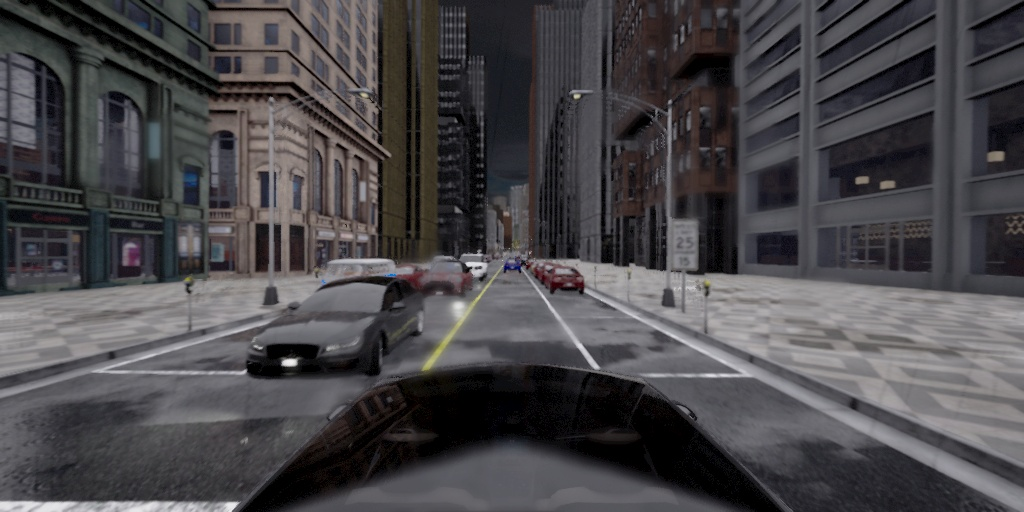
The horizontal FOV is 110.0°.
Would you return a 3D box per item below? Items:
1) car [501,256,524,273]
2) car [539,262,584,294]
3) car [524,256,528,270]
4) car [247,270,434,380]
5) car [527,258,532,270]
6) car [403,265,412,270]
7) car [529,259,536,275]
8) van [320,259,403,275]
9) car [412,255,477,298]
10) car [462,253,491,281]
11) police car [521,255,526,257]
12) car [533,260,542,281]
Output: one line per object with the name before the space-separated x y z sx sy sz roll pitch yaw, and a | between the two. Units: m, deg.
car | 0.038 1.035 40.101 1.882 1.535 5.008 0 0 0
car | 2.750 1.221 19.483 1.888 1.381 4.507 0 0 0
car | 2.694 1.082 47.110 1.888 1.381 4.507 0 0 0
car | -3.093 1.214 7.394 1.837 1.490 4.892 0 0 -1
car | 2.716 1.118 36.229 1.751 1.417 4.829 0 0 0
car | -5.805 1.175 19.486 1.888 1.381 4.507 0 0 0
car | 2.728 1.165 30.534 1.888 1.381 4.507 0 0 0
van | -5.795 1.000 13.961 1.690 1.789 3.998 0 0 0
car | -3.118 1.006 17.664 2.097 1.767 4.553 0 0 0
car | -3.128 0.822 28.102 2.150 2.045 5.566 0 0 0
police car | 2.271 0.904 58.207 1.930 1.638 5.238 0 0 0
car | 2.739 1.193 25.008 1.888 1.381 4.507 0 0 0
